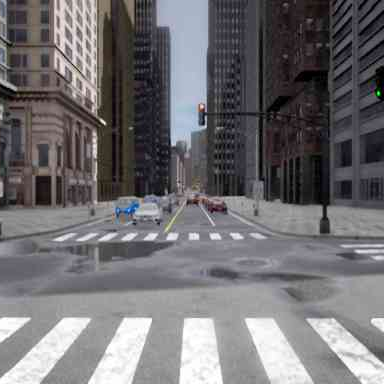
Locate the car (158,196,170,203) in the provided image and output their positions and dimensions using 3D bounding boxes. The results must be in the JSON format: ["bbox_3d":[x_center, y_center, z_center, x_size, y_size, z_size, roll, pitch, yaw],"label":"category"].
[{"bbox_3d":[-5.797,1.573,68.658,2.008,1.369,4.403,0,0,0],"label":"car"}]

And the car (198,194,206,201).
[{"bbox_3d":[2.733,1.477,90.748,1.967,1.590,4.097,0,0,0],"label":"car"}]

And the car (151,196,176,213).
[{"bbox_3d":[-3.111,1.508,36.165,1.837,1.490,4.892,0,0,0],"label":"car"}]

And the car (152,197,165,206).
[{"bbox_3d":[-5.795,1.598,57.609,1.802,1.307,4.206,0,0,0],"label":"car"}]

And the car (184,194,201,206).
[{"bbox_3d":[0.032,1.492,54.827,1.882,1.535,5.008,0,0,0],"label":"car"}]

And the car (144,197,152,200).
[{"bbox_3d":[-5.791,1.548,35.509,1.887,1.381,4.507,0,0,0],"label":"car"}]

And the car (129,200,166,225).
[{"bbox_3d":[-3.110,1.525,24.050,1.812,1.442,4.674,0,0,-2],"label":"car"}]

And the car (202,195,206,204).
[{"bbox_3d":[2.758,1.554,46.544,1.887,1.381,4.507,0,0,0],"label":"car"}]

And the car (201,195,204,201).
[{"bbox_3d":[2.755,1.538,52.240,1.752,1.417,4.829,0,0,0],"label":"car"}]

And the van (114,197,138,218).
[{"bbox_3d":[-5.790,1.342,29.984,1.690,1.788,3.998,0,0,0],"label":"van"}]

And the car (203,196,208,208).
[{"bbox_3d":[2.761,1.551,41.019,1.887,1.381,4.507,0,0,0],"label":"car"}]

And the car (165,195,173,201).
[{"bbox_3d":[-5.800,1.558,85.063,1.752,1.417,4.829,0,0,0],"label":"car"}]

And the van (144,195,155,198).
[{"bbox_3d":[-5.793,1.350,46.558,1.690,1.788,3.998,0,0,0],"label":"van"}]

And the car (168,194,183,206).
[{"bbox_3d":[-3.066,1.505,53.814,2.128,1.511,4.902,0,0,1],"label":"car"}]

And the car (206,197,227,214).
[{"bbox_3d":[2.764,1.548,35.494,1.887,1.381,4.507,0,0,0],"label":"car"}]

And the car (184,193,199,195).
[{"bbox_3d":[-0.022,1.512,65.207,2.128,1.511,4.902,0,0,0],"label":"car"}]
